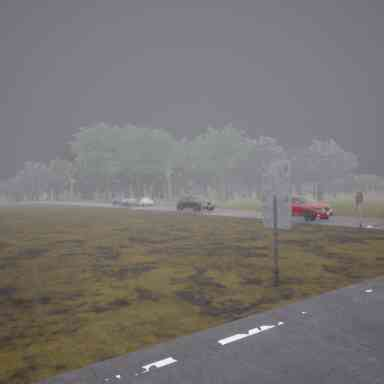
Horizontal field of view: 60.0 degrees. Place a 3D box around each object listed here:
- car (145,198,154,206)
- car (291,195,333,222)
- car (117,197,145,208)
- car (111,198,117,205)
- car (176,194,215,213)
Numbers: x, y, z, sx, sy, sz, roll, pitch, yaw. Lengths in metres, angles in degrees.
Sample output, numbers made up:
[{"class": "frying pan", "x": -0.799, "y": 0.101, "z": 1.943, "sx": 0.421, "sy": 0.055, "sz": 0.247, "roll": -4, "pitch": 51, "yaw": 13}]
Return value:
[{"class": "car", "x": -8.208, "y": 1.700, "z": 56.572, "sx": 1.812, "sy": 1.442, "sz": 4.674, "roll": -2, "pitch": 1, "yaw": -36}, {"class": "car", "x": 8.874, "y": 1.278, "z": 27.845, "sx": 2.150, "sy": 2.045, "sz": 5.566, "roll": -2, "pitch": 1, "yaw": -36}, {"class": "car", "x": -10.016, "y": 1.768, "z": 54.174, "sx": 1.812, "sy": 1.442, "sz": 4.674, "roll": -2, "pitch": 0, "yaw": -35}, {"class": "car", "x": -14.086, "y": 1.776, "z": 64.714, "sx": 2.128, "sy": 1.511, "sz": 4.902, "roll": -2, "pitch": 0, "yaw": -36}, {"class": "car", "x": 0.312, "y": 1.326, "z": 39.699, "sx": 2.150, "sy": 2.045, "sz": 5.566, "roll": -2, "pitch": 1, "yaw": -37}]
